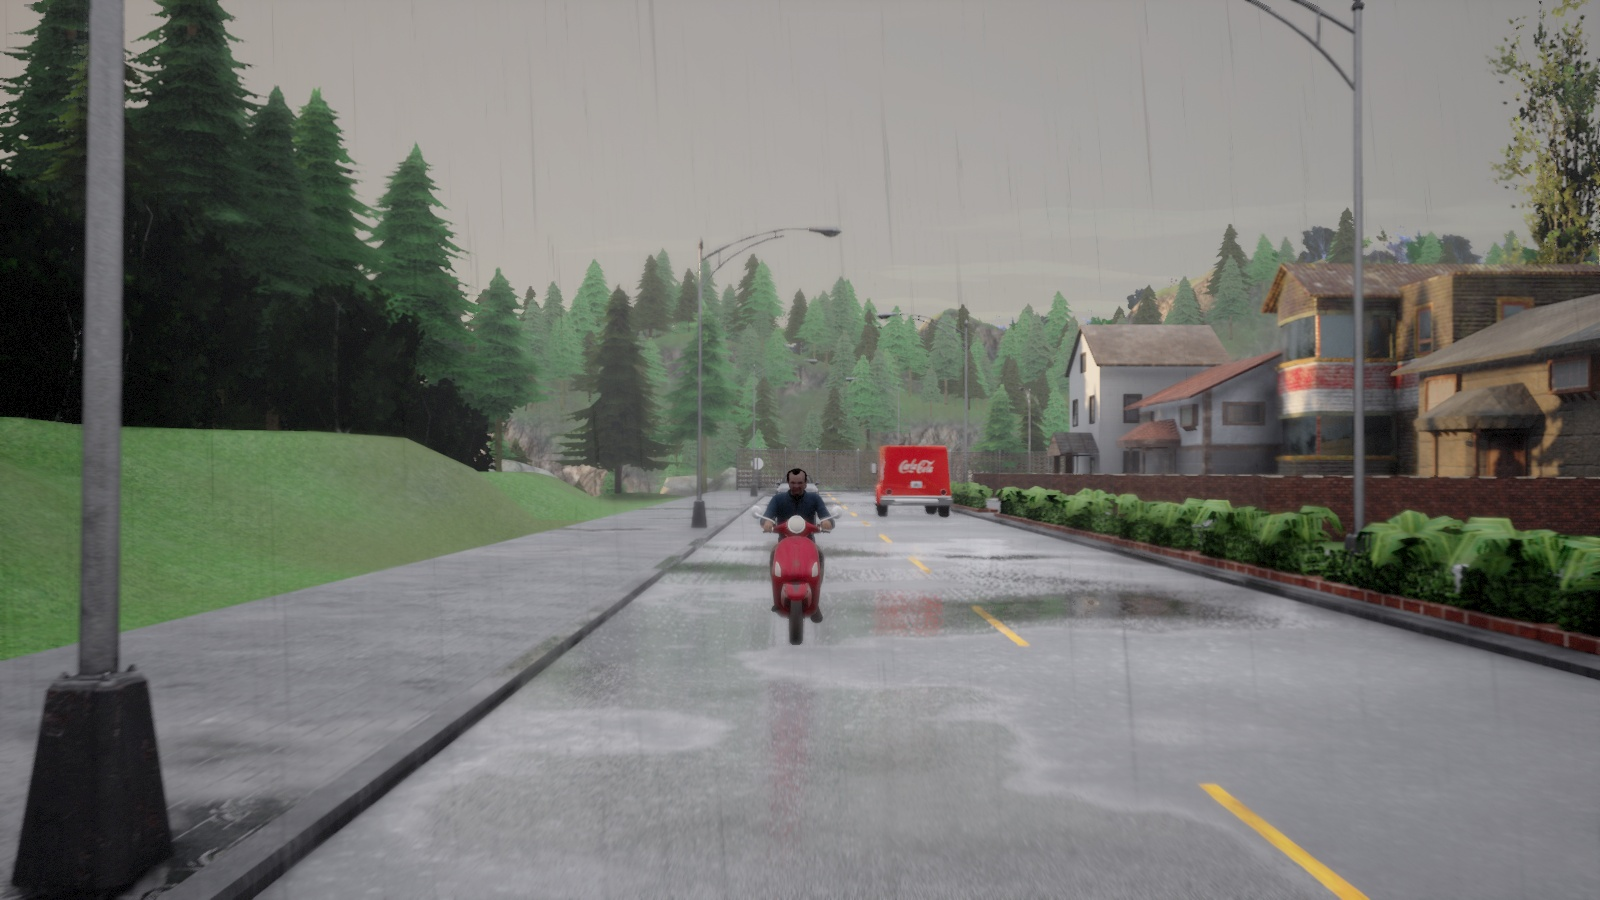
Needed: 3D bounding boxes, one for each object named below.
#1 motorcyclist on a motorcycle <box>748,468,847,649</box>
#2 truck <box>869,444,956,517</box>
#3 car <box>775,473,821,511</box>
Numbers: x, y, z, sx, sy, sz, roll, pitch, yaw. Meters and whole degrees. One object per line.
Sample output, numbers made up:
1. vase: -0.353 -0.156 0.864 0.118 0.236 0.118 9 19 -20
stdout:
1. motorcyclist on a motorcycle: -0.026 0.969 11.980 0.866 1.590 1.817 0 -1 0
2. truck: 3.922 1.064 44.916 2.627 2.467 5.204 0 -1 0
3. car: -0.086 1.691 51.505 1.816 1.474 4.193 0 -1 0
